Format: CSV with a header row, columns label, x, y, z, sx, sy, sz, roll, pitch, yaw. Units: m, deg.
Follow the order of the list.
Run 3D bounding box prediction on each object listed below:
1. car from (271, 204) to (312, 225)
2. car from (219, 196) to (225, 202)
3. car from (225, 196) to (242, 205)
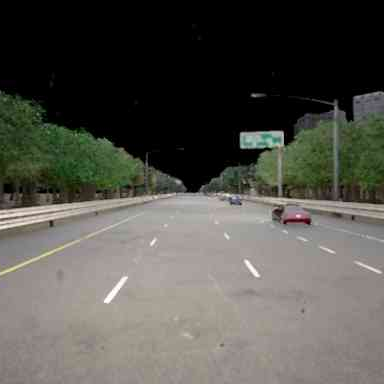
label,x,y,z,sx,sy,sz,roll,pitch,yaw
car,7.030,1.565,23.945,1.994,1.385,4.181,0,0,0
car,7.230,1.540,77.288,1.895,1.301,4.718,0,0,0
car,7.144,1.500,55.790,1.812,1.442,4.674,0,0,0
